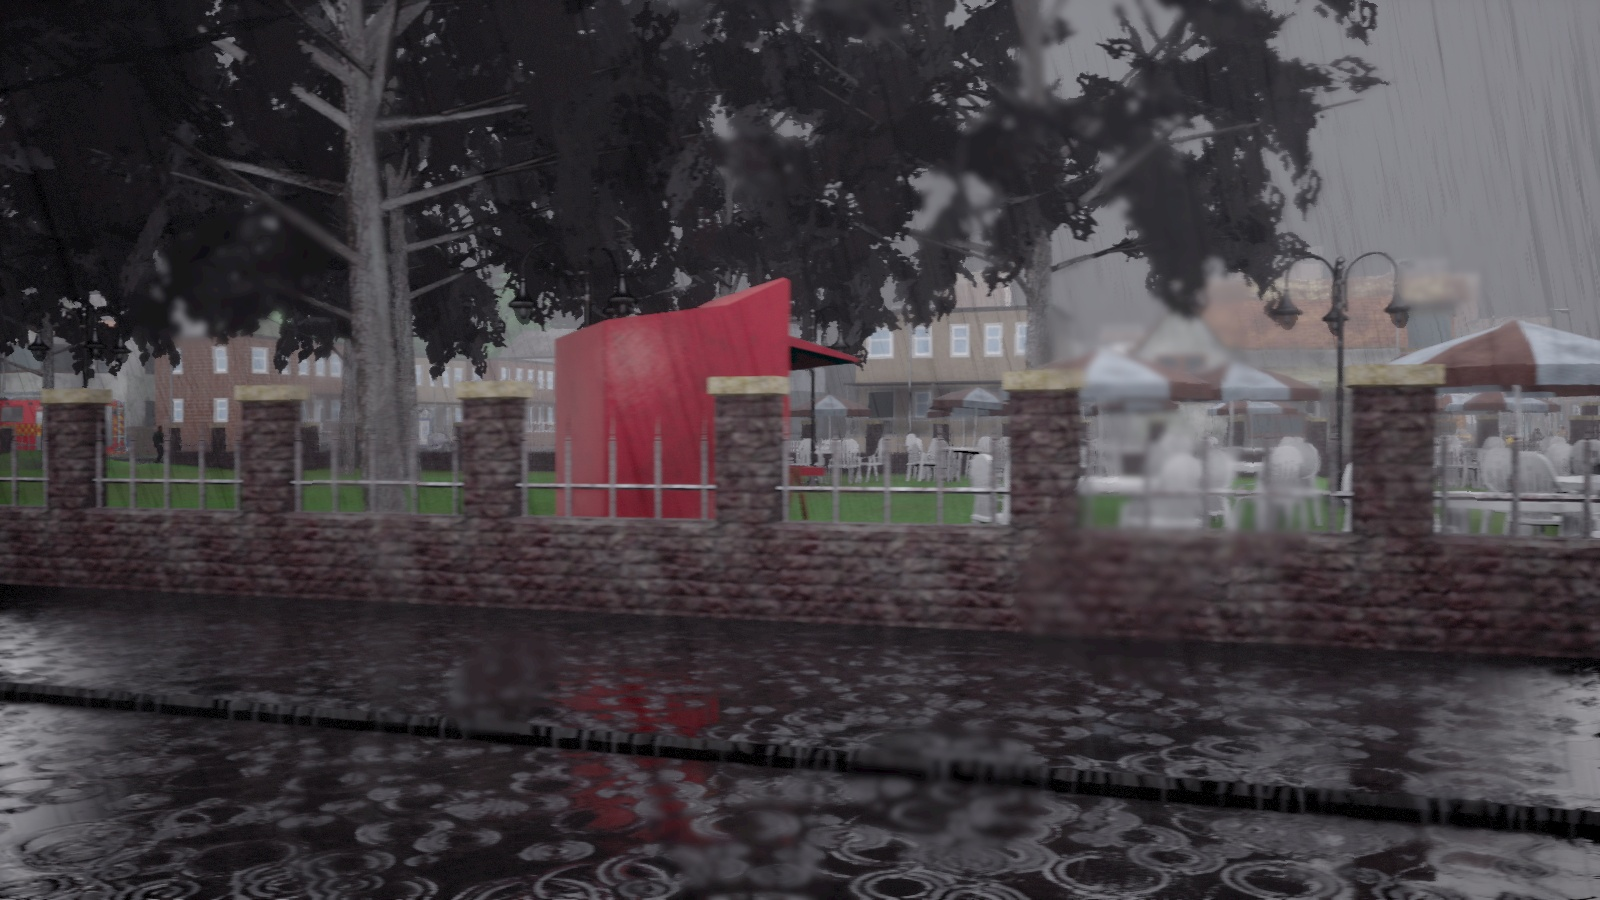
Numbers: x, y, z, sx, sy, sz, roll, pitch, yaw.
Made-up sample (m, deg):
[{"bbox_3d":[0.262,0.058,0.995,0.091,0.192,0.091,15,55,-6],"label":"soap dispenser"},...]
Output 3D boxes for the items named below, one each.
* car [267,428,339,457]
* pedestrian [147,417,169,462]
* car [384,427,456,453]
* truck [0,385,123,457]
[{"bbox_3d":[-28.275,-0.447,71.556,1.789,1.549,3.705,1,1,19],"label":"car"},{"bbox_3d":[-28.333,-0.458,55.399,0.788,1.949,0.423,1,1,19],"label":"pedestrian"},{"bbox_3d":[-24.725,-0.649,81.965,2.033,1.649,4.856,1,1,19],"label":"car"},{"bbox_3d":[-42.162,-1.615,69.840,8.468,3.827,2.891,1,1,18],"label":"truck"}]
